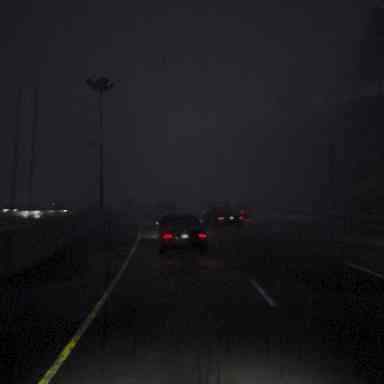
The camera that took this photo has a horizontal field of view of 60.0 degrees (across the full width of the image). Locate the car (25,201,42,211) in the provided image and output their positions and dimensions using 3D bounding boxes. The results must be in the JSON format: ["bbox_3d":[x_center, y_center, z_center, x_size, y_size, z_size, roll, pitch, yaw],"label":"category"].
[{"bbox_3d":[-22.671,1.967,47.717,1.895,1.301,4.718,0,0,-20],"label":"car"}]

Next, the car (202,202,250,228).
[{"bbox_3d":[1.980,1.613,22.229,2.033,1.411,5.357,0,0,-9],"label":"car"}]

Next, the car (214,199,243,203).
[{"bbox_3d":[3.873,1.561,31.271,1.882,1.535,5.008,0,0,-11],"label":"car"}]

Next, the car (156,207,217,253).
[{"bbox_3d":[-0.514,1.604,14.082,2.033,1.411,5.357,0,0,-6],"label":"car"}]

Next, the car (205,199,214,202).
[{"bbox_3d":[3.029,1.680,48.657,1.812,1.442,4.674,0,0,-18],"label":"car"}]

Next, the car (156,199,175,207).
[{"bbox_3d":[-3.733,1.682,46.858,1.882,1.535,5.008,0,0,-18],"label":"car"}]

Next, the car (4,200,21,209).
[{"bbox_3d":[-28.381,1.995,52.616,1.994,1.385,4.181,0,0,-22],"label":"car"}]

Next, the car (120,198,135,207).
[{"bbox_3d":[-11.123,1.795,57.005,2.128,1.511,4.902,0,0,-22],"label":"car"}]

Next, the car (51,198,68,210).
[{"bbox_3d":[-19.183,1.690,48.220,2.097,1.767,4.553,0,0,-20],"label":"car"}]
